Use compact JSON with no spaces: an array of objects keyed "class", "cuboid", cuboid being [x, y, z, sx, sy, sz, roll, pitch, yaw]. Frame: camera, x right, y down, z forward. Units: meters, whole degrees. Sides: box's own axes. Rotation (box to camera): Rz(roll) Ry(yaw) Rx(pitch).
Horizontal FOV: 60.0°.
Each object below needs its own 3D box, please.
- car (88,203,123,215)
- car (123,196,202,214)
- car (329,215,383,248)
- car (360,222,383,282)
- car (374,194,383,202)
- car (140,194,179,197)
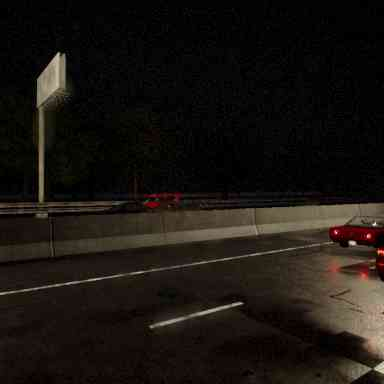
[{"class":"car","cuboid":[-4.425,1.478,22.348,5.008,1.535,1.882,0,0,-36]},{"class":"car","cuboid":[-1.464,1.352,20.165,4.553,1.767,2.097,0,0,-36]},{"class":"car","cuboid":[7.762,1.602,13.611,4.718,1.301,1.895,0,0,-35]},{"class":"car","cuboid":[6.378,1.527,8.314,4.674,1.442,1.812,0,0,-35]},{"class":"car","cuboid":[30.030,1.068,51.468,4.892,1.490,1.837,0,0,-36]},{"class":"car","cuboid":[-3.414,1.222,27.378,5.566,2.045,2.150,0,0,-36]}]
